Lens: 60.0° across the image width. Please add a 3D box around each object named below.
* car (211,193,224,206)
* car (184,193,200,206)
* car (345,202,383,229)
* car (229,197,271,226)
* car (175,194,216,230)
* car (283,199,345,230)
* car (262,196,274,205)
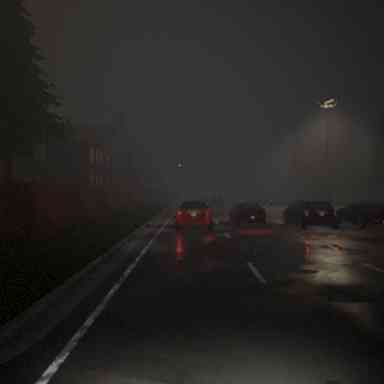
[{"bbox_3d":[3.507,1.042,49.021,2.097,1.767,4.553,0,0,0],"label":"car"},{"bbox_3d":[0.002,1.045,48.528,2.097,1.767,4.553,0,0,0],"label":"car"},{"bbox_3d":[10.600,1.374,20.667,1.837,1.490,4.892,0,0,0],"label":"car"},{"bbox_3d":[3.600,1.338,22.172,1.882,1.535,5.008,0,0,0],"label":"car"},{"bbox_3d":[0.101,1.224,20.295,2.097,1.767,4.553,0,0,0],"label":"car"},{"bbox_3d":[7.101,1.224,20.310,2.097,1.767,4.553,0,0,0],"label":"car"},{"bbox_3d":[10.503,1.294,48.782,1.895,1.301,4.718,0,0,0],"label":"car"}]
